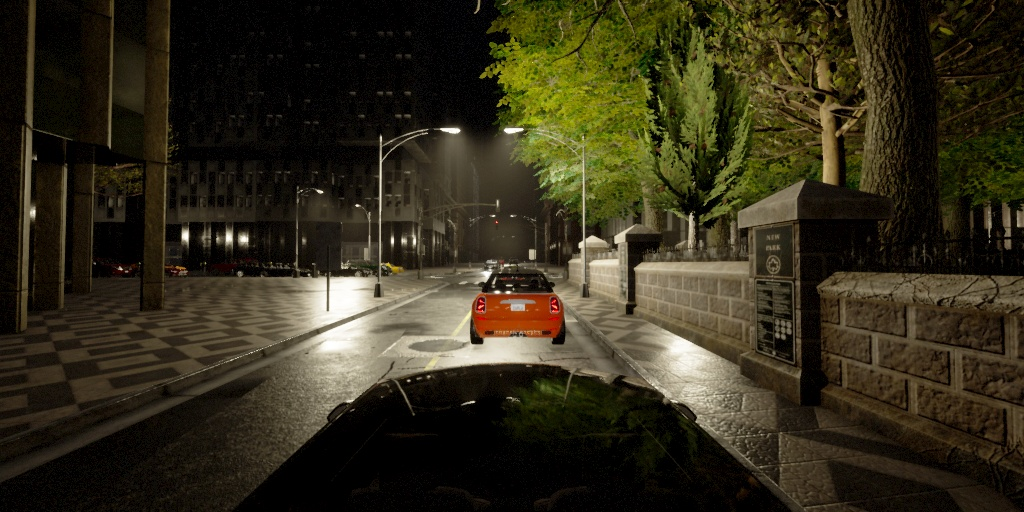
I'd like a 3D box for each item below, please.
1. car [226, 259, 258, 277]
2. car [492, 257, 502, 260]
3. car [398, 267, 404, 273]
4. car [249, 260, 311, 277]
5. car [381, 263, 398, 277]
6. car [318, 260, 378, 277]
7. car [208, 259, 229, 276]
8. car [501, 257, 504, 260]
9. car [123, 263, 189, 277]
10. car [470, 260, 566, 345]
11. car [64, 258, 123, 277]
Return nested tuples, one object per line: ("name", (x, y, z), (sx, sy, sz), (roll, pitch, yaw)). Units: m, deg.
("car", (-23.884, 1.291, 34.238), (4.892, 1.490, 1.837), (0, -1, 0))
("car", (-2.870, 1.325, 50.492), (2.128, 1.511, 4.902), (0, 0, 0))
("car", (-14.602, 1.425, 39.990), (4.829, 1.417, 1.751), (0, 0, 1))
("car", (-20.021, 1.289, 31.521), (4.313, 1.339, 1.948), (0, 0, 1))
("car", (-13.739, 1.125, 34.138), (4.553, 1.767, 2.097), (0, -1, 0))
("car", (-14.508, 1.267, 31.466), (4.403, 1.370, 2.007), (0, 0, 1))
("car", (-30.968, 1.236, 40.154), (5.009, 1.841, 2.192), (0, 0, 1))
("car", (-2.813, 1.369, 61.119), (1.837, 1.490, 4.892), (0, 0, 1))
("car", (-31.046, 1.320, 31.631), (4.207, 1.307, 1.802), (0, 0, 1))
("car", (0.129, 1.107, 9.689), (2.097, 1.767, 4.553), (0, 0, 0))
("car", (-36.559, 1.061, 31.686), (5.009, 1.841, 2.192), (0, 0, 1))
